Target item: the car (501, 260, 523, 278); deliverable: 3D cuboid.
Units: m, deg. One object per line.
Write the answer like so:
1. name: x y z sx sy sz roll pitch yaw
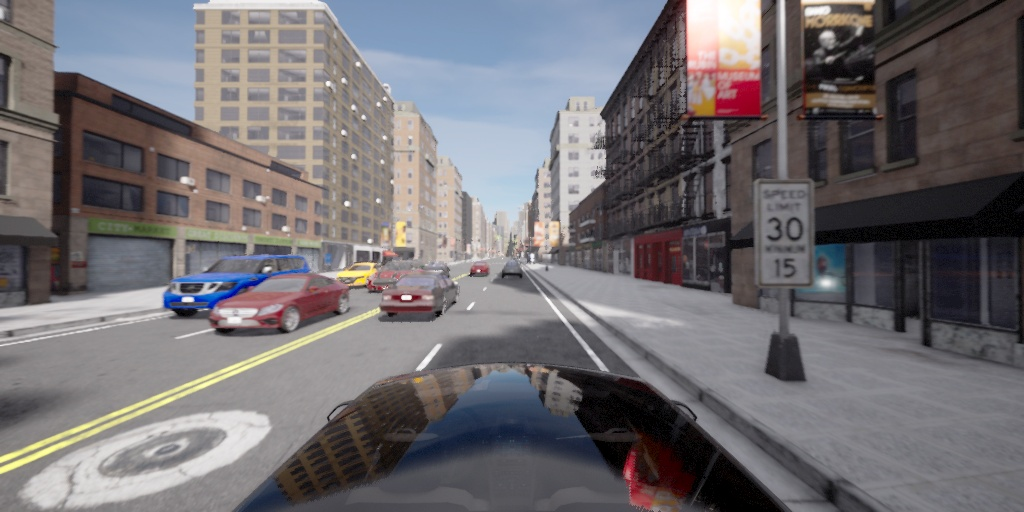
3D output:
1. car: 0.010 1.286 33.973 1.994 1.385 4.181 0 0 0

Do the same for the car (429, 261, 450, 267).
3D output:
1. car: -6.505 1.216 31.077 2.128 1.511 4.902 0 0 0

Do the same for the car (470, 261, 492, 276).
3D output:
1. car: -3.170 1.245 36.270 1.812 1.442 4.674 0 0 0

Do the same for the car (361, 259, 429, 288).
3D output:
1. car: -6.559 1.088 20.735 2.097 1.767 4.553 0 0 0

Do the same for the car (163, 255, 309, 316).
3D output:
1. car: -9.843 0.963 13.611 2.150 2.045 5.566 0 0 -1

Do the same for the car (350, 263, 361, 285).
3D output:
1. car: -9.779 1.210 23.869 1.882 1.535 5.008 0 0 0

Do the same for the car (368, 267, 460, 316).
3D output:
1. car: -3.158 1.290 13.224 2.033 1.411 5.357 0 0 0

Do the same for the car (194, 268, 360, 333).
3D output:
1. car: -6.591 1.270 10.857 1.812 1.442 4.674 0 0 0
